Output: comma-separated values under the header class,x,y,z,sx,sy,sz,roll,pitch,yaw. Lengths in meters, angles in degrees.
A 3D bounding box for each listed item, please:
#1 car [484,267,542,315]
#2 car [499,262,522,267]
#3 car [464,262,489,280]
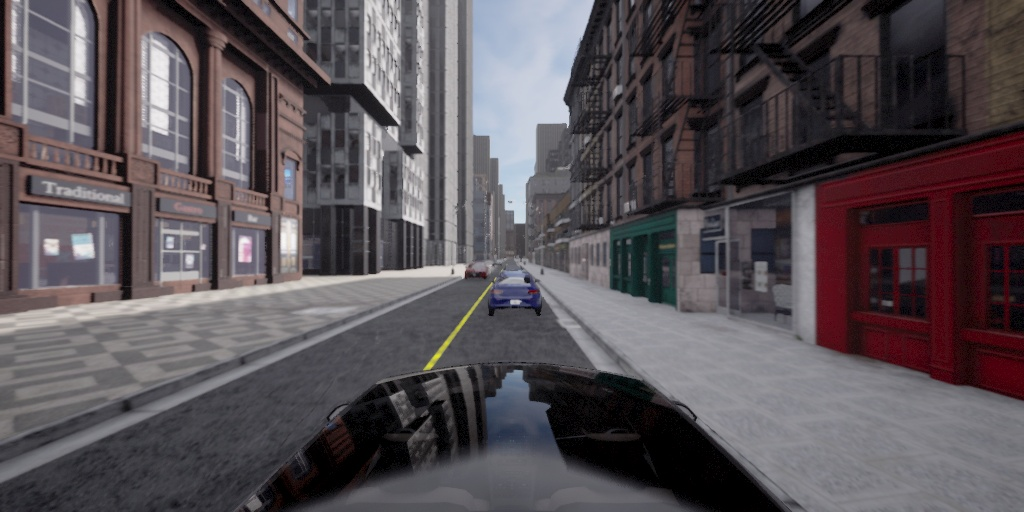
class,x,y,z,sx,sy,sz,roll,pitch,yaw
car,0.100,1.303,13.642,1.812,1.442,4.674,0,0,0
car,0.099,1.431,30.953,1.895,1.301,4.718,0,0,0
car,-3.098,1.312,32.079,1.882,1.535,5.008,0,0,0
